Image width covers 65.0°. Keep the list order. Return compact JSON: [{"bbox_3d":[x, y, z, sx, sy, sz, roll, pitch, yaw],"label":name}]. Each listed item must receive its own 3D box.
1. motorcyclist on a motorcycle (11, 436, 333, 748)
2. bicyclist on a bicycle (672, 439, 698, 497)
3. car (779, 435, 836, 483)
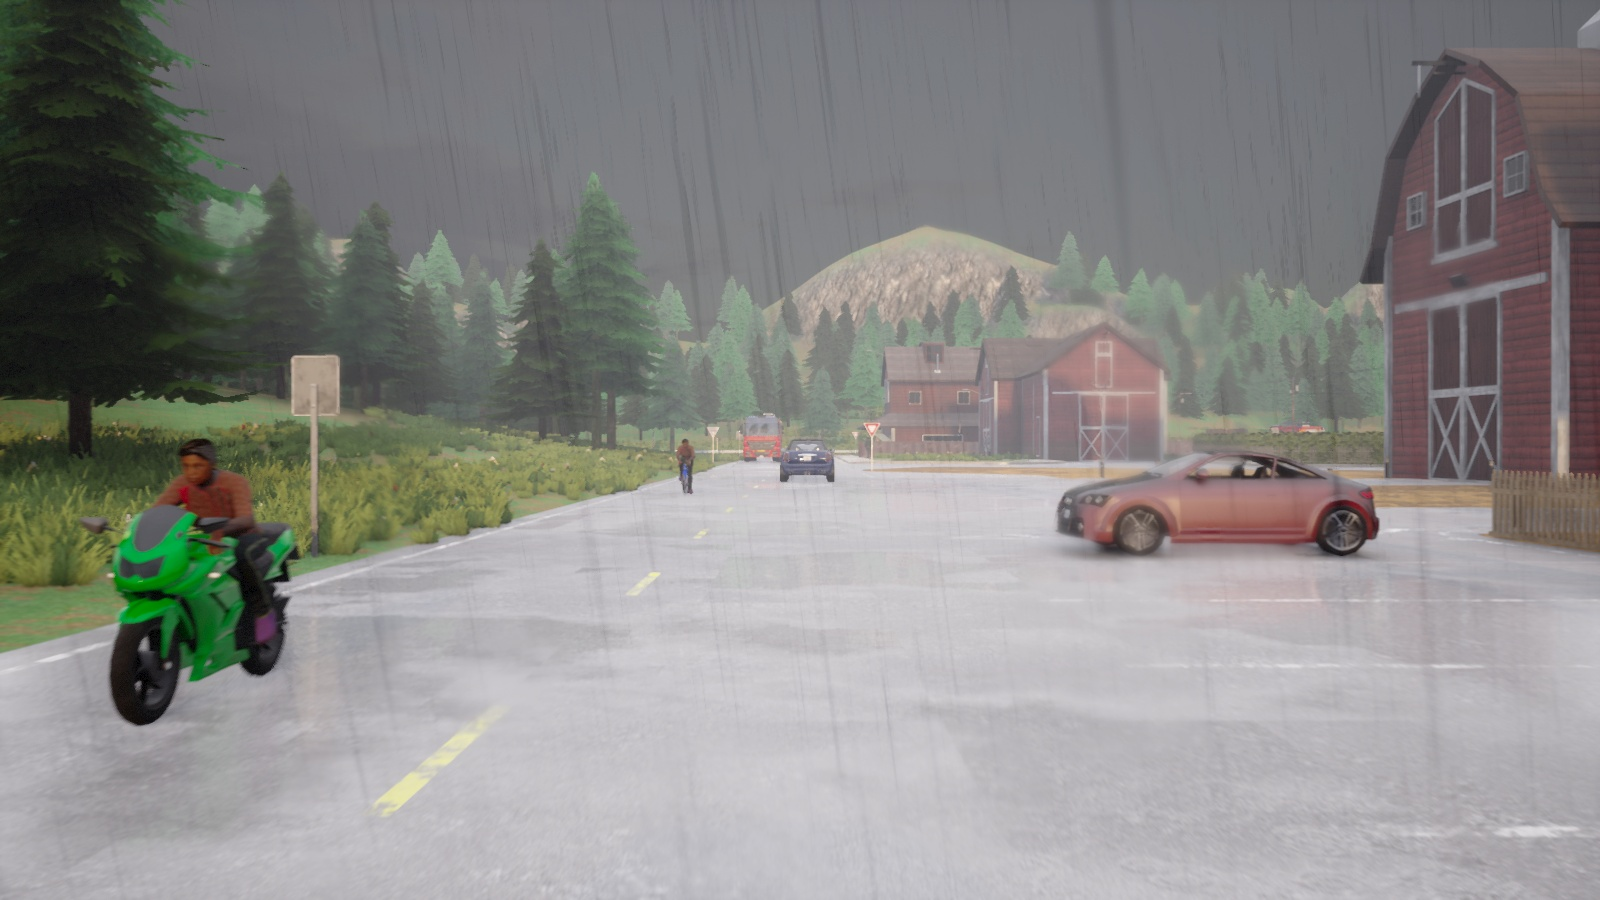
[{"bbox_3d":[-3.444,0.686,7.151,0.797,1.523,2.044,0,0,0],"label":"motorcyclist on a motorcycle"},{"bbox_3d":[-3.281,0.495,35.845,0.582,1.620,1.656,0,1,0],"label":"bicyclist on a bicycle"},{"bbox_3d":[0.293,0.329,49.010,2.097,1.767,4.553,0,0,1],"label":"car"}]
